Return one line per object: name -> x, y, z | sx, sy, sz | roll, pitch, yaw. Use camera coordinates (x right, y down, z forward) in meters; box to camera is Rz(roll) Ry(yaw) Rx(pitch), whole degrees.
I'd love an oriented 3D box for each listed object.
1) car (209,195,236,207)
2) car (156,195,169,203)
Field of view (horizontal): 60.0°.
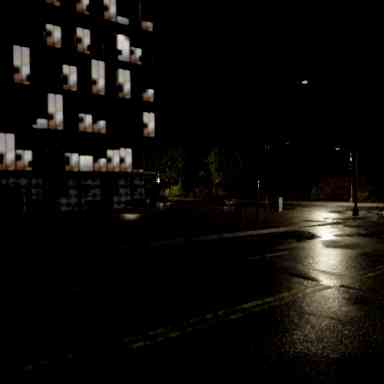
car -> 4.466, 1.210, 49.340 | 2.097, 1.767, 4.553 | -2, 1, -33
car -> -6.251, 1.397, 66.006 | 1.812, 1.442, 4.674 | -2, 1, -33
